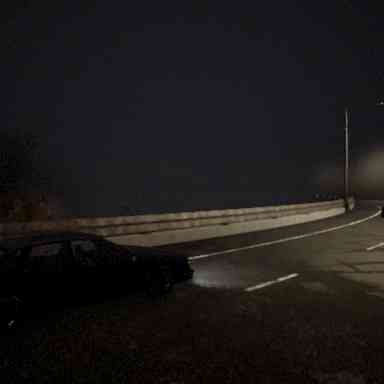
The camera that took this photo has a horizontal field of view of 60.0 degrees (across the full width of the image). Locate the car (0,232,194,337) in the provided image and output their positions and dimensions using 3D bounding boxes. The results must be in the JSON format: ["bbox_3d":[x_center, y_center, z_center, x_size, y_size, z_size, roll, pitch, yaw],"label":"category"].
[{"bbox_3d":[-2.502,1.536,6.631,5.357,1.411,2.033,-1,0,-40],"label":"car"}]

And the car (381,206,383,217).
[{"bbox_3d":[16.972,1.363,27.526,1.994,1.385,4.181,0,0,36],"label":"car"}]
